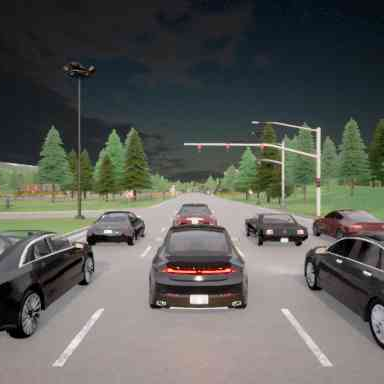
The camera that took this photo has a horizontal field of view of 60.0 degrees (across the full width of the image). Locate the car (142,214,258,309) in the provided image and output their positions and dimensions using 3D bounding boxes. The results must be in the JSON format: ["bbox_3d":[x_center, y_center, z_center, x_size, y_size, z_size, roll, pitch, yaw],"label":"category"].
[{"bbox_3d":[0.118,1.505,7.851,1.837,1.490,4.892,0,0,0],"label":"car"}]

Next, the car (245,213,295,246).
[{"bbox_3d":[3.632,1.601,15.251,1.895,1.301,4.718,0,0,0],"label":"car"}]

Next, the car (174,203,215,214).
[{"bbox_3d":[0.135,1.352,16.988,2.097,1.767,4.553,0,0,0],"label":"car"}]

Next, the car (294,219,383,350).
[{"bbox_3d":[3.614,1.505,6.150,1.837,1.490,4.892,0,0,0],"label":"car"}]

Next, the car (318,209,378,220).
[{"bbox_3d":[7.132,1.526,15.327,1.812,1.442,4.674,0,0,0],"label":"car"}]

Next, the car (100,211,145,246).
[{"bbox_3d":[-3.367,1.564,15.363,1.994,1.385,4.181,0,0,0],"label":"car"}]

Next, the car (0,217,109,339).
[{"bbox_3d":[-3.385,1.492,6.558,2.128,1.511,4.902,0,0,0],"label":"car"}]
